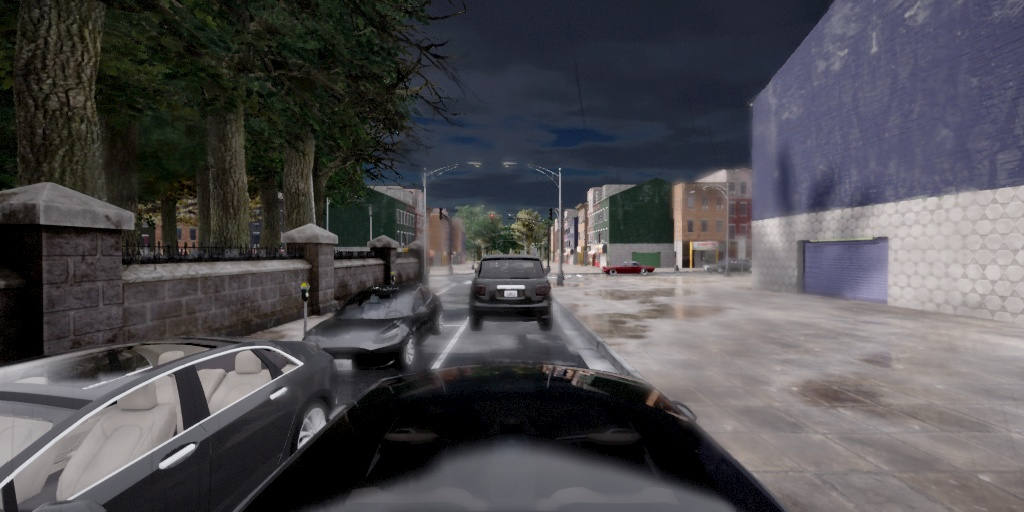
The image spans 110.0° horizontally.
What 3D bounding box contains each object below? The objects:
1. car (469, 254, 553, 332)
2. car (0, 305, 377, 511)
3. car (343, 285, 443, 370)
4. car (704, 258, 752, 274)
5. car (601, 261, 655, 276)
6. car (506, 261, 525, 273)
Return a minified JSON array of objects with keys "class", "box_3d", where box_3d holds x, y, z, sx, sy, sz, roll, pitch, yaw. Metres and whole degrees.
[{"class":"car","box_3d":[-0.012,0.973,11.046,2.150,2.045,5.566,0,0,0]},{"class":"car","box_3d":[-2.641,1.300,2.047,2.007,1.370,4.403,0,0,0]},{"class":"car","box_3d":[-2.635,1.316,7.736,1.948,1.339,4.313,0,0,0]},{"class":"car","box_3d":[21.027,0.942,34.296,4.902,1.511,2.128,-1,1,0]},{"class":"car","box_3d":[10.989,1.186,34.310,4.718,1.301,1.895,-1,1,0]},{"class":"car","box_3d":[0.392,1.346,45.823,2.033,1.411,5.357,0,0,-4]}]
